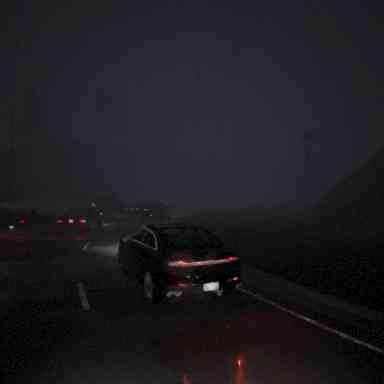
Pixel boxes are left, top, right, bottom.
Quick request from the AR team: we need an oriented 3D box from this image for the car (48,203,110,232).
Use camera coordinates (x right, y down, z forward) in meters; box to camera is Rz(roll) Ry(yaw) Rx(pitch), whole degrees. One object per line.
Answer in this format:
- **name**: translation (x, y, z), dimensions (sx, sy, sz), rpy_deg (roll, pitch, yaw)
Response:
- **car**: translation (-6.817, 1.655, 20.713), dimensions (2.033, 1.411, 5.357), rpy_deg (0, 0, -4)

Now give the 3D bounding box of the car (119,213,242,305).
- **car**: translation (-0.585, 1.538, 8.376), dimensions (2.128, 1.511, 4.902), rpy_deg (0, 0, -23)

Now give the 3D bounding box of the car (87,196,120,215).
- **car**: translation (-8.893, 1.406, 34.879), dimensions (2.150, 2.045, 5.566), rpy_deg (0, 0, 15)

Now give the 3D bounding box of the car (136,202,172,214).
- **car**: translation (-2.963, 1.649, 28.802), dimensions (2.128, 1.511, 4.902), rpy_deg (0, 0, 7)

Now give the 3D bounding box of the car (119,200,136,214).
- **car**: translation (-5.277, 1.738, 35.193), dimensions (2.033, 1.411, 5.357), rpy_deg (0, 0, 15)

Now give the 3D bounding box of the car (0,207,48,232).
- **car**: translation (-10.318, 1.705, 21.013), dimensions (1.895, 1.301, 4.718), rpy_deg (0, 0, -3)

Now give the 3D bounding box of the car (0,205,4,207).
- **car**: translation (-14.019, 1.616, 23.143), dimensions (1.837, 1.490, 4.892), rpy_deg (0, 0, -1)
